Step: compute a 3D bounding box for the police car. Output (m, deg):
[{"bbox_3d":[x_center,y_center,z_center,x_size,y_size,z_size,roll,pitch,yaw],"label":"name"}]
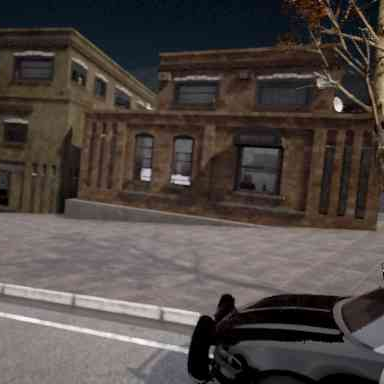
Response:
[{"bbox_3d":[2.538,1.485,3.044,5.238,1.638,1.930,0,-1,22],"label":"police car"}]
